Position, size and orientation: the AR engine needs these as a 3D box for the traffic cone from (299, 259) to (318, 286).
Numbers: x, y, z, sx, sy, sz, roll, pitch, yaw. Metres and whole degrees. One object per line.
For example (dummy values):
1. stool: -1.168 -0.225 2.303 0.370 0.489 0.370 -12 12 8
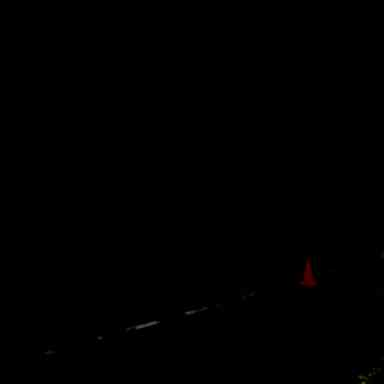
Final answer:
1. traffic cone: 2.813 1.925 8.042 0.340 0.580 0.340 0 0 -39

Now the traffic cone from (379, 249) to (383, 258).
1. traffic cone: 6.559 1.903 11.215 0.340 0.580 0.340 0 0 -41
